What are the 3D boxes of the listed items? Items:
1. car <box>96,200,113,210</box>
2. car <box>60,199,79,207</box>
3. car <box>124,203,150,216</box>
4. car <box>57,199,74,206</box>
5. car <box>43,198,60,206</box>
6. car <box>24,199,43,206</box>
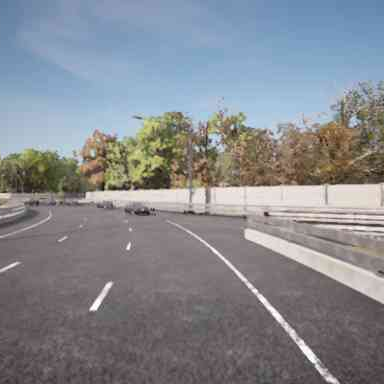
[{"bbox_3d":[-14.436,2.094,54.951,2.128,1.511,4.902,0,-1,-31],"label":"car"},{"bbox_3d":[-26.146,2.372,72.002,2.128,1.511,4.902,0,-1,-39],"label":"car"},{"bbox_3d":[-6.471,1.935,38.612,1.994,1.385,4.181,0,-1,-30],"label":"car"},{"bbox_3d":[-28.419,2.259,74.770,1.837,1.490,4.892,0,-1,-44],"label":"car"},{"bbox_3d":[-31.418,2.281,72.785,2.033,1.411,5.357,0,-1,-44],"label":"car"},{"bbox_3d":[-34.025,2.234,70.450,1.837,1.490,4.892,0,-1,-44],"label":"car"}]
